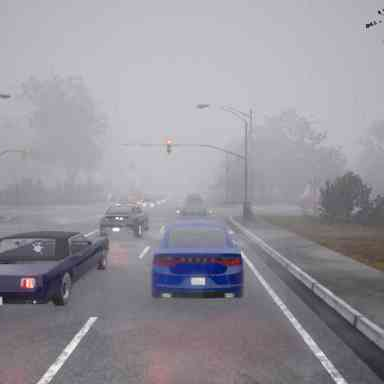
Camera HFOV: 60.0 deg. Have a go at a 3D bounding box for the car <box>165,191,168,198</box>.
[{"bbox_3d":[-6.982,0.957,74.243,1.895,1.301,4.718,0,1,-1],"label":"car"}]

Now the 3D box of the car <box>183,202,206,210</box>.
[{"bbox_3d":[0.127,1.459,17.470,1.994,1.385,4.181,0,0,0],"label":"car"}]

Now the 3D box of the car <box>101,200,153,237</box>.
[{"bbox_3d":[-3.373,1.402,17.194,1.837,1.490,4.892,0,0,0],"label":"car"}]

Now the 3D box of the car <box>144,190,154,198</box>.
[{"bbox_3d":[-10.789,0.445,84.178,2.150,2.045,5.566,0,1,-3],"label":"car"}]

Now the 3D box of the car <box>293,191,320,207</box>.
[{"bbox_3d":[15.930,0.894,42.865,5.566,2.045,2.150,0,0,-3],"label":"car"}]

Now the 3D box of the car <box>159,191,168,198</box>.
[{"bbox_3d":[-7.299,0.571,84.477,2.097,1.767,4.553,0,1,-3],"label":"car"}]

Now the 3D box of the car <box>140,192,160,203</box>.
[{"bbox_3d":[-7.005,1.127,55.409,1.994,1.385,4.181,0,1,0],"label":"car"}]

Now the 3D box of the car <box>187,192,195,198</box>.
[{"bbox_3d":[-0.326,0.708,85.223,1.837,1.490,4.892,0,1,-3],"label":"car"}]

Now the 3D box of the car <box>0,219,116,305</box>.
[{"bbox_3d":[-3.387,1.573,7.942,1.895,1.301,4.718,0,0,0],"label":"car"}]

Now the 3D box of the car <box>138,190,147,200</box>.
[{"bbox_3d":[-10.461,0.709,63.383,2.150,2.045,5.566,0,1,0],"label":"car"}]

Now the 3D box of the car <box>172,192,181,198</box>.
[{"bbox_3d":[-3.854,0.741,85.559,2.033,1.411,5.357,0,1,-4],"label":"car"}]

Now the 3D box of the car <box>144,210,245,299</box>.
[{"bbox_3d":[0.114,1.446,8.488,1.882,1.535,5.008,0,0,0],"label":"car"}]

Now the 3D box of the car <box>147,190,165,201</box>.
[{"bbox_3d":[-6.963,0.956,64.218,1.882,1.535,5.008,0,1,0],"label":"car"}]

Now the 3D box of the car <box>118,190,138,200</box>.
[{"bbox_3d":[-10.534,0.930,53.800,2.097,1.767,4.553,0,0,1],"label":"car"}]

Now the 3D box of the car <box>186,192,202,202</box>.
[{"bbox_3d":[0.319,0.948,51.693,2.097,1.767,4.553,0,1,-5],"label":"car"}]
